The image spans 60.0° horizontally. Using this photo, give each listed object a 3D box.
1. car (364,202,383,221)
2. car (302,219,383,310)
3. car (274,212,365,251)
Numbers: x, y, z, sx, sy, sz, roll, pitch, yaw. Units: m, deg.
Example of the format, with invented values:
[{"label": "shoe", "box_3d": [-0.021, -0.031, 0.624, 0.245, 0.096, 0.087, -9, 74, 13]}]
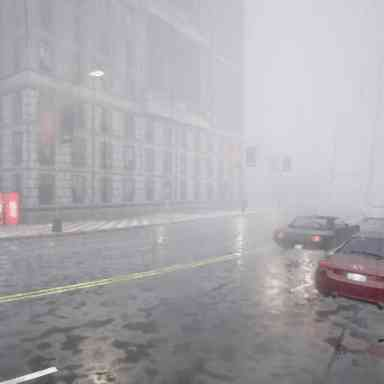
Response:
[{"label": "car", "box_3d": [14.343, 1.515, 25.337, 1.812, 1.442, 4.674, 0, 0, 36]}, {"label": "car", "box_3d": [4.526, 1.561, 7.583, 4.181, 1.385, 1.994, 0, 0, -44]}, {"label": "car", "box_3d": [5.109, 1.594, 13.146, 1.895, 1.301, 4.718, 0, 0, 40]}]
